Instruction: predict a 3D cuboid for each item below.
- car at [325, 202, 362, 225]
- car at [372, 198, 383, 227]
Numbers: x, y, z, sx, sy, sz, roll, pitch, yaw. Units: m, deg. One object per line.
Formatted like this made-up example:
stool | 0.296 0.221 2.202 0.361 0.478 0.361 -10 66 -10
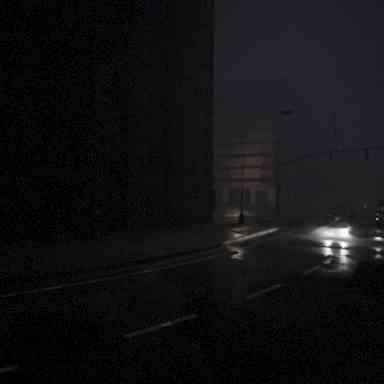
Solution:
car | 11.989 1.763 26.642 2.128 1.511 4.902 0 -1 32
car | 15.105 1.483 25.021 2.150 2.045 5.566 0 -1 32
